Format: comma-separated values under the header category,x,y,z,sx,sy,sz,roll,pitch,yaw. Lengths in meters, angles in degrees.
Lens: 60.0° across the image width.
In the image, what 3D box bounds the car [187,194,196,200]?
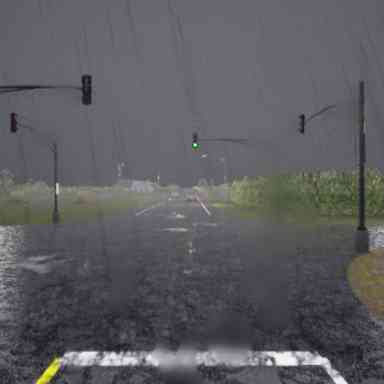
category,x,y,z,sx,sy,sz,roll,pitch,yaw
car,-0.107,1.092,77.278,1.994,1.385,4.181,0,0,0

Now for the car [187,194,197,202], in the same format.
category,x,y,z,sx,sy,sz,roll,pitch,yaw
car,-0.093,1.235,67.229,1.994,1.385,4.181,0,0,0

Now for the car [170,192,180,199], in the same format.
category,x,y,z,sx,sy,sz,roll,pitch,yaw
car,-3.598,0.761,71.447,1.837,1.490,4.892,0,0,0
